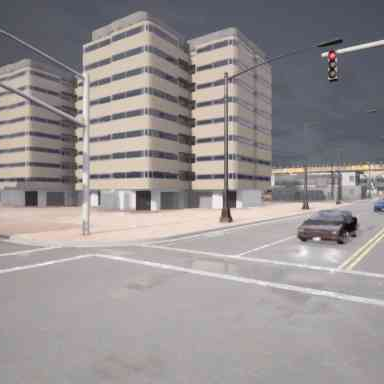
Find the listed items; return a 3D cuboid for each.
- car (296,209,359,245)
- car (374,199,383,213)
[{"bbox_3d":[6.670,1.549,15.891,2.033,1.411,5.357,0,0,35],"label":"car"},{"bbox_3d":[21.195,1.481,36.418,1.882,1.535,5.008,0,0,35],"label":"car"}]
